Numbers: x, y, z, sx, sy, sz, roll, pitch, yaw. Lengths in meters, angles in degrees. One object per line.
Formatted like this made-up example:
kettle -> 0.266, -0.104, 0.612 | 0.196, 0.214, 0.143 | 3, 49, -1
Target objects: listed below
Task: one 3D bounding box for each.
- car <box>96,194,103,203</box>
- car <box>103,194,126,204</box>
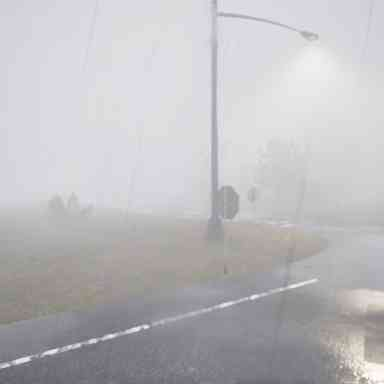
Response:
car -> -16.084, 1.167, 61.124 | 2.128, 1.511, 4.902 | 0, 0, -34
car -> -12.846, 1.039, 56.393 | 2.097, 1.767, 4.553 | 0, 0, -33
